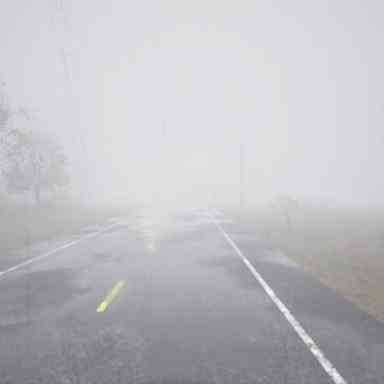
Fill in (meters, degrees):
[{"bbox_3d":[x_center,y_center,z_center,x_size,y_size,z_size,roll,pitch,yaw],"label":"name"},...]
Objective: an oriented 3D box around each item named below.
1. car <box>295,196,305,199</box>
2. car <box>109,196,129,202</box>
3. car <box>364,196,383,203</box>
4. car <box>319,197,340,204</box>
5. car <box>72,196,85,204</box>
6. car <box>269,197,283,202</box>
[{"bbox_3d":[23.709,1.430,70.963,4.553,1.767,2.097,0,0,-2],"label":"car"},{"bbox_3d":[-15.265,1.481,69.913,4.181,1.385,1.994,0,0,-2],"label":"car"},{"bbox_3d":[39.637,1.603,71.423,5.008,1.535,1.882,0,0,-2],"label":"car"},{"bbox_3d":[25.990,1.614,64.014,4.902,1.511,2.128,0,0,-2],"label":"car"},{"bbox_3d":[-22.747,1.408,62.693,4.892,1.490,1.837,0,0,-2],"label":"car"},{"bbox_3d":[18.515,1.413,70.814,4.553,1.767,2.097,0,0,-2],"label":"car"}]
